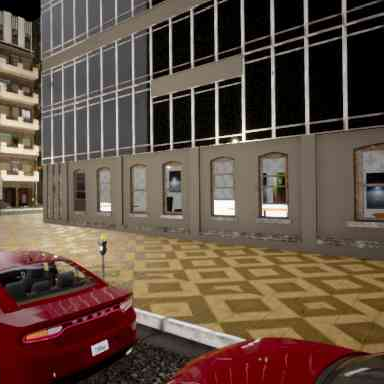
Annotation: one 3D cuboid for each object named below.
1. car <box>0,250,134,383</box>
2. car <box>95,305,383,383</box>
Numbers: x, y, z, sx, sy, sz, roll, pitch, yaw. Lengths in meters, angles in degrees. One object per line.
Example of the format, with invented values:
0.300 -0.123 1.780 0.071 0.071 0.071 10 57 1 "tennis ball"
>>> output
-2.804 1.546 4.892 4.507 1.381 1.887 0 -1 36 "car"
1.765 1.545 1.626 4.507 1.381 1.887 0 -1 36 "car"
